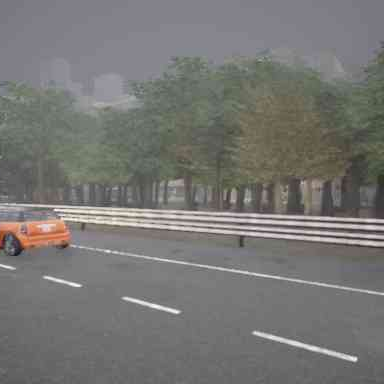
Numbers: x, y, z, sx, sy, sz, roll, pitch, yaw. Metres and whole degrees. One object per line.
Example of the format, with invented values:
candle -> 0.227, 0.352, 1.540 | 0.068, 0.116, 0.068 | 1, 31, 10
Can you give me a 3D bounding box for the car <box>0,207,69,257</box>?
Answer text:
car -> -6.916, 1.353, 13.121 | 4.553, 1.767, 2.097 | 0, 0, 36
